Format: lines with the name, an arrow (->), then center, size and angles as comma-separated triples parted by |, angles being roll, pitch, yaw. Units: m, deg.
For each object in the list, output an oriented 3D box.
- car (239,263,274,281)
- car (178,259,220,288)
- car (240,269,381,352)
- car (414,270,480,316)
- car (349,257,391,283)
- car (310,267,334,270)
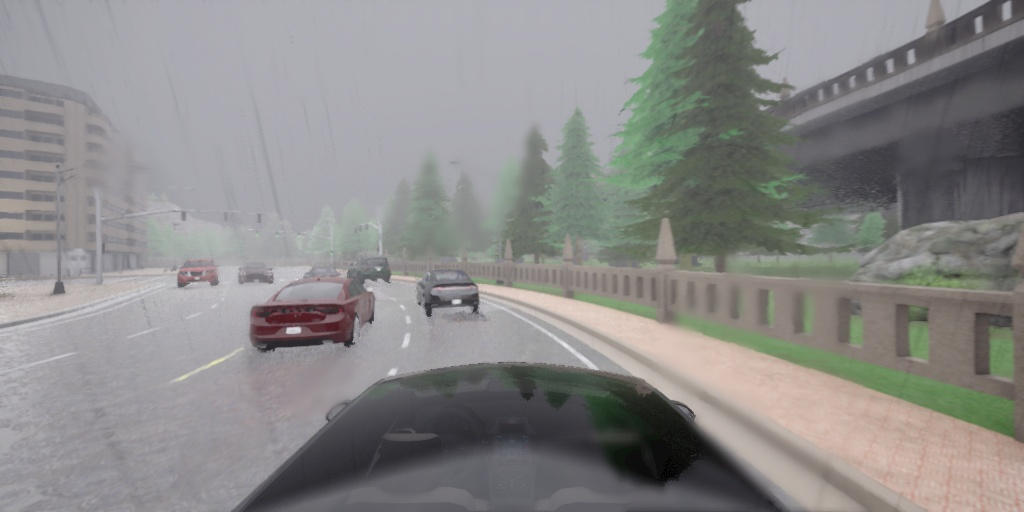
car -> -20.401, 1.345, 28.640 | 2.097, 1.767, 4.553 | -1, 0, -37
car -> -24.047, 1.258, 27.682 | 2.150, 2.045, 5.566 | -1, 0, -37
car -> -4.790, 1.284, 9.333 | 1.882, 1.535, 5.008 | 0, 0, -14
car -> -2.576, 1.265, 13.695 | 2.128, 1.511, 4.902 | -1, 0, -20
car -> -11.318, 1.102, 28.351 | 2.150, 2.045, 5.566 | -1, 0, -36
car -> -13.433, 1.456, 25.371 | 2.033, 1.411, 5.357 | -1, 0, -37
